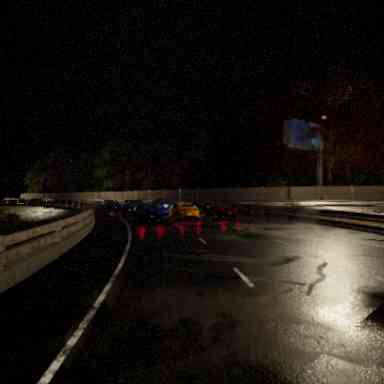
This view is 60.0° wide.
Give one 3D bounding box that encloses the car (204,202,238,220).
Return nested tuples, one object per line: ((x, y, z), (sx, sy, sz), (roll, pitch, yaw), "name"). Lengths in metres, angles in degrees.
((2.597, 1.688, 31.031), (1.882, 1.535, 5.008), (0, 0, -16), "car")

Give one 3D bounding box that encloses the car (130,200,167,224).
((-3.702, 1.717, 27.508), (1.882, 1.535, 5.008), (0, 0, -16), "car")

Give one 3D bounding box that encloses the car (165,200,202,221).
((-0.827, 1.712, 30.286), (1.882, 1.535, 5.008), (0, 0, -16), "car")

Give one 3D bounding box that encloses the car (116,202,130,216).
((-6.690, 1.883, 36.869), (2.033, 1.411, 5.357), (0, 0, -20), "car")

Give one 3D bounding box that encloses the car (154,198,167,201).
((-3.685, 1.675, 38.792), (2.097, 1.767, 4.553), (0, 0, -23), "car")

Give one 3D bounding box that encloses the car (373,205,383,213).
((22.572, 1.604, 36.792), (4.674, 1.442, 1.812), (0, 0, 10), "car")

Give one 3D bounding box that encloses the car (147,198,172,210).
((-5.017, 1.773, 50.461), (2.097, 1.767, 4.553), (0, -1, -28), "car")

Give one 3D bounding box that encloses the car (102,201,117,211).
((-11.579, 1.986, 47.904), (1.812, 1.442, 4.674), (0, 0, -28), "car")

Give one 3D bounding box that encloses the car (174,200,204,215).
((-0.403, 1.809, 40.005), (1.837, 1.490, 4.892), (0, 0, -23), "car")

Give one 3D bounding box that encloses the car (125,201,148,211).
((-8.211, 2.004, 49.022), (1.994, 1.385, 4.181), (0, 0, -28), "car")
